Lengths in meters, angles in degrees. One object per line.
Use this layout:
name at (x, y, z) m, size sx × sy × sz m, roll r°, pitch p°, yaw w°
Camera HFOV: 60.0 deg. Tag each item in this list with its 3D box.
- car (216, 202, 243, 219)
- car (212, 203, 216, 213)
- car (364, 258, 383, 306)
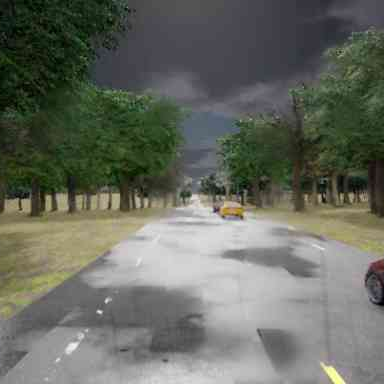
car at (3.679, 1.672, 31.703) m, size 1.882 × 1.535 × 5.008 m, roll 0°, pitch -1°, yaw 1°
car at (3.662, 2.012, 43.324) m, size 1.895 × 1.301 × 4.718 m, roll 0°, pitch -1°, yaw 1°
car at (4.559, 1.558, 5.150) m, size 1.812 × 1.442 × 4.674 m, roll 0°, pitch 0°, yaw 0°
